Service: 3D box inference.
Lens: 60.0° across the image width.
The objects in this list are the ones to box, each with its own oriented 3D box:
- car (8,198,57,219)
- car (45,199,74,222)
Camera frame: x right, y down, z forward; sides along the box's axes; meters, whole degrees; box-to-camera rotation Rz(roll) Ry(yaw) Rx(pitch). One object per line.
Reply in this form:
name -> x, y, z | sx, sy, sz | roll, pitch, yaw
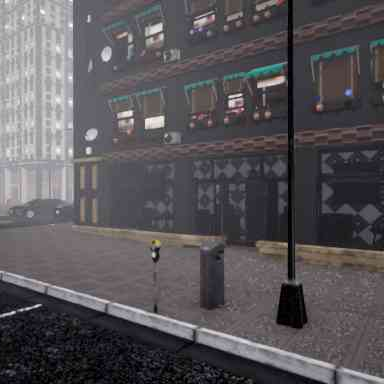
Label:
car -> -11.901, 1.238, 26.400 | 1.837, 1.490, 4.892 | 0, 1, 35
car -> -7.336, 1.279, 22.805 | 1.947, 1.339, 4.313 | 1, 1, 35
